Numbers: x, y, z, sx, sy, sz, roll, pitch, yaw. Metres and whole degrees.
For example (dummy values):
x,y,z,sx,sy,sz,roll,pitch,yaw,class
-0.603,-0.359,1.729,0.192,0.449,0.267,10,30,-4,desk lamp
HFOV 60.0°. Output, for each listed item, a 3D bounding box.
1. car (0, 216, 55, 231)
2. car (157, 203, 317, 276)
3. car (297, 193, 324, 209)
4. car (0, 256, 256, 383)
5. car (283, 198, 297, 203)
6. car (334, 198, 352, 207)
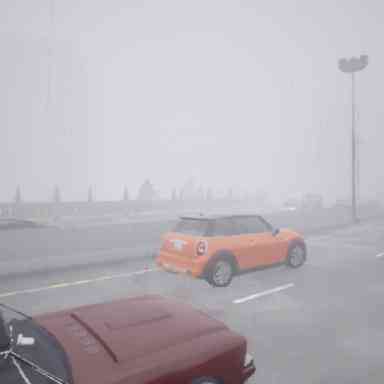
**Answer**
x,y,z,sx,sy,sz,roll,pitch,yaw,class
-7.080,1.605,12.031,4.181,1.385,1.994,0,0,-38,car
1.305,1.357,9.521,4.553,1.767,2.097,0,0,-39,car
15.717,1.202,43.267,2.150,2.045,5.566,0,0,29,car
-1.709,1.612,2.674,4.718,1.301,1.895,0,0,-36,car
14.687,1.538,48.791,2.033,1.411,5.357,0,0,27,car
19.506,1.512,42.855,2.033,1.411,5.357,0,0,29,car
